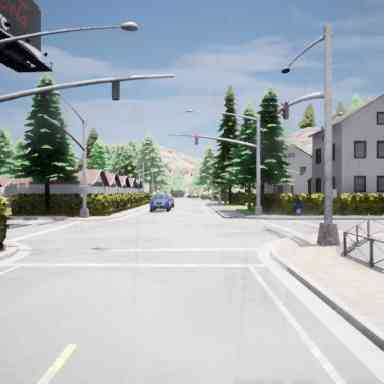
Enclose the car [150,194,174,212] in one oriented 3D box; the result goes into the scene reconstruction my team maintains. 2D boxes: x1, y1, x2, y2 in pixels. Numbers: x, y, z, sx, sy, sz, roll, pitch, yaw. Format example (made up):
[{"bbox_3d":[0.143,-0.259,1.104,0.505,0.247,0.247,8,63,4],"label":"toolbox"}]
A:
[{"bbox_3d":[-3.611,1.221,39.005,2.150,2.045,5.566,0,0,0],"label":"car"}]
